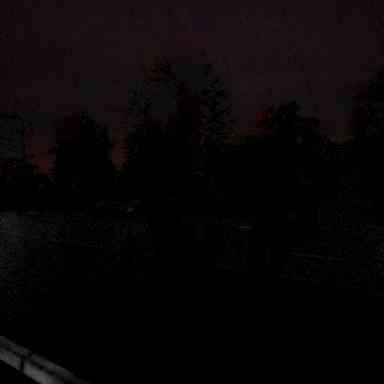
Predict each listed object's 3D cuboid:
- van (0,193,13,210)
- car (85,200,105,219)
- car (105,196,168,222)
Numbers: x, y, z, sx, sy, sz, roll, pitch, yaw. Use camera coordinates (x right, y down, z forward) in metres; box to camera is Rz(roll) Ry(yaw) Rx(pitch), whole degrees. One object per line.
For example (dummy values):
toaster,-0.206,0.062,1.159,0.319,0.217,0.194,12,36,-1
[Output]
van,-23.597,1.120,39.043,1.878,1.987,4.442,-1,0,35
car,-6.520,1.366,27.173,2.002,1.452,4.674,0,0,35
car,-3.897,1.217,25.389,2.185,1.767,4.553,0,0,35
